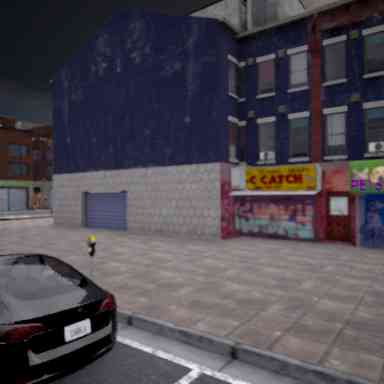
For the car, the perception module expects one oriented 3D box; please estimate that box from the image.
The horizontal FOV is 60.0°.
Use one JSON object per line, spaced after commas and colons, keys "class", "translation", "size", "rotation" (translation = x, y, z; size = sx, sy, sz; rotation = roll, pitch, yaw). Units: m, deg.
{"class": "car", "translation": [-2.968, 1.590, 4.932], "size": [4.313, 1.339, 1.947], "rotation": [0, -1, 36]}
